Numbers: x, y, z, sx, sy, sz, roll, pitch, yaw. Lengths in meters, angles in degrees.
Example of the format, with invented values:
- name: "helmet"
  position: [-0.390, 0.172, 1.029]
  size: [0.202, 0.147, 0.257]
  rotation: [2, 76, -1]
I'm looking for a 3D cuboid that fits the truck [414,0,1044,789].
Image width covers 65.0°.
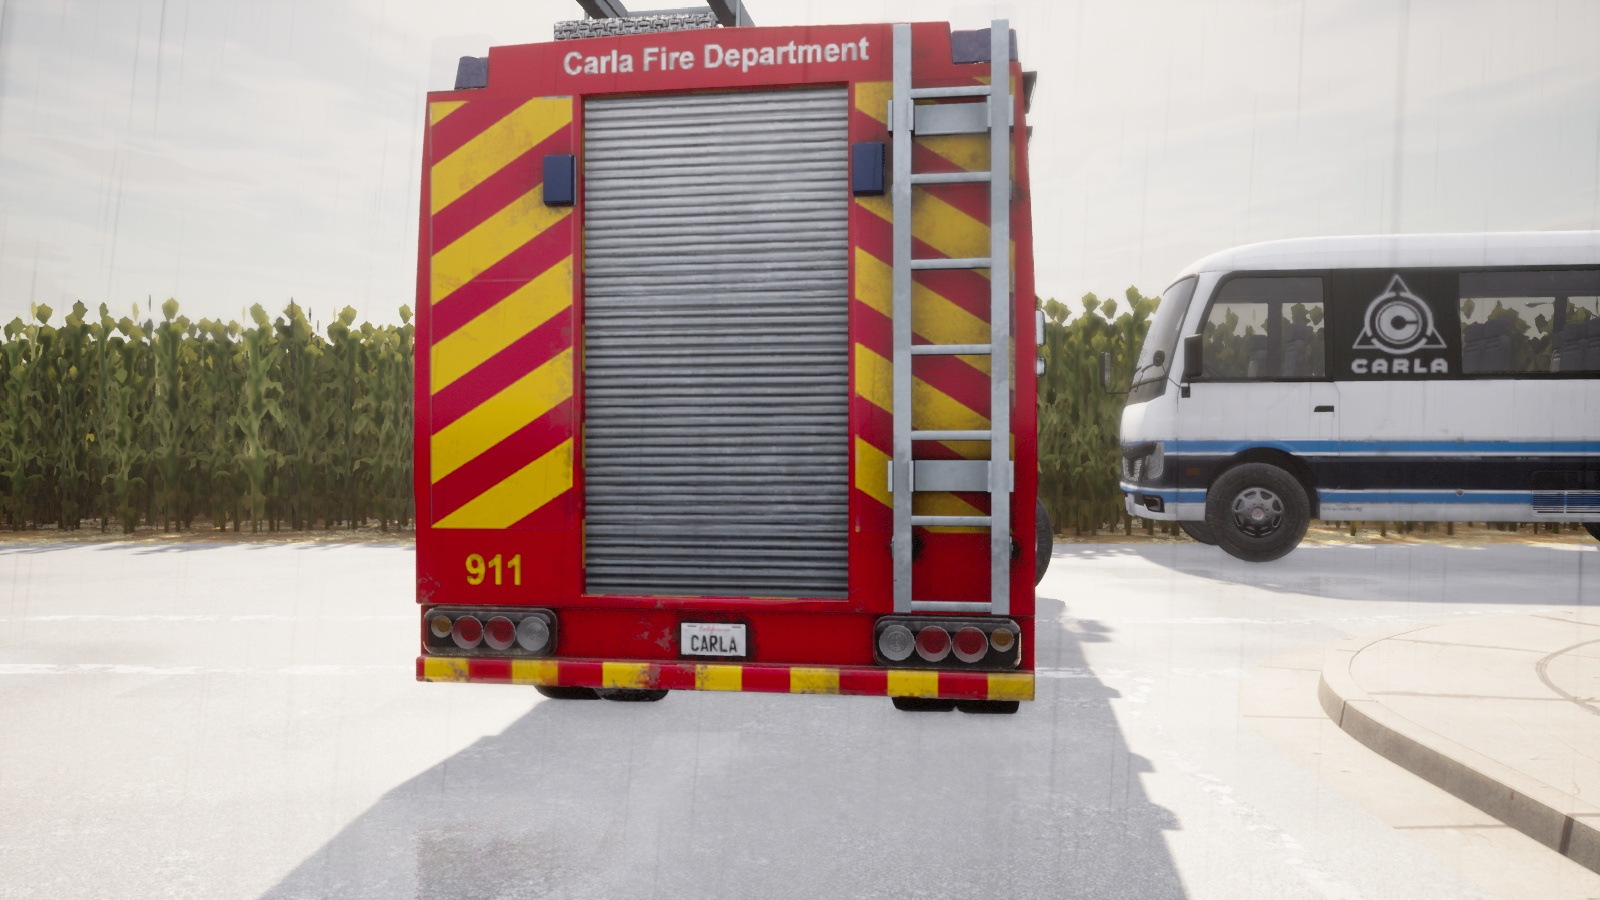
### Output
- name: "truck"
  position: [0.310, -0.466, 9.815]
  size: [2.891, 3.827, 8.468]
  rotation: [0, 0, 9]

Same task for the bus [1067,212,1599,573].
- name: "bus"
  position: [8.975, -0.691, 16.848]
  size: [10.273, 4.253, 3.944]
  rotation: [0, 0, 8]
